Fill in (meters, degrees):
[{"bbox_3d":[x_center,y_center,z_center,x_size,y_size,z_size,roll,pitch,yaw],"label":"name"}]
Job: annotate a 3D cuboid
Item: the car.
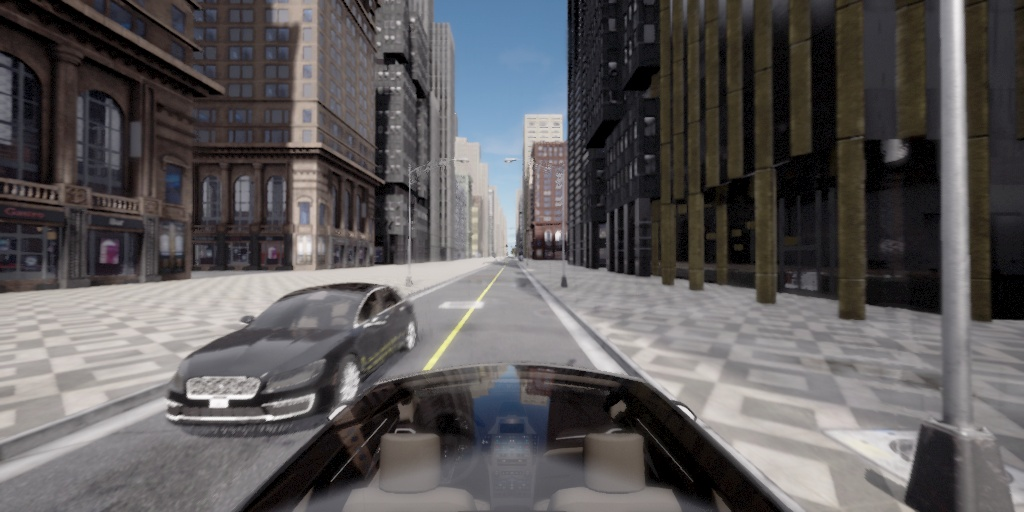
[{"bbox_3d":[-3.000,1.255,6.098,1.837,1.490,4.892,0,0,0],"label":"car"}]
